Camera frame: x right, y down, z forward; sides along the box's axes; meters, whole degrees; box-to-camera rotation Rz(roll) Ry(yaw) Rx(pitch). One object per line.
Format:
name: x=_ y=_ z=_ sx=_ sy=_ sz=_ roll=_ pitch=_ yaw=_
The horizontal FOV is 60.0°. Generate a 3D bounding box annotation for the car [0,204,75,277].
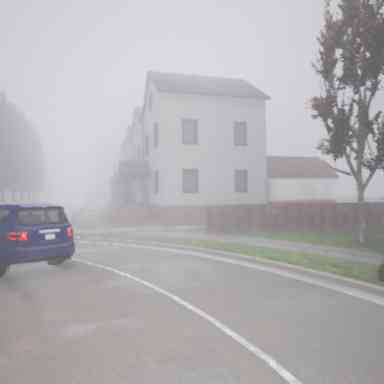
car: x=-6.246 y=1.409 z=10.981 sx=5.566 sy=2.045 sz=2.150 roll=-1 pitch=-2 yaw=35
